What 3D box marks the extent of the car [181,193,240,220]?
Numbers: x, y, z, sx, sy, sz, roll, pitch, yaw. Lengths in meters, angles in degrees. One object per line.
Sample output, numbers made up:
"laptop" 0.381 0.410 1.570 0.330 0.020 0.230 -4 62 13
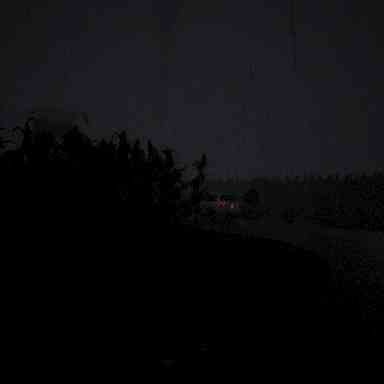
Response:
"car" 1.365 1.078 26.658 2.150 2.045 5.566 -1 1 -37
